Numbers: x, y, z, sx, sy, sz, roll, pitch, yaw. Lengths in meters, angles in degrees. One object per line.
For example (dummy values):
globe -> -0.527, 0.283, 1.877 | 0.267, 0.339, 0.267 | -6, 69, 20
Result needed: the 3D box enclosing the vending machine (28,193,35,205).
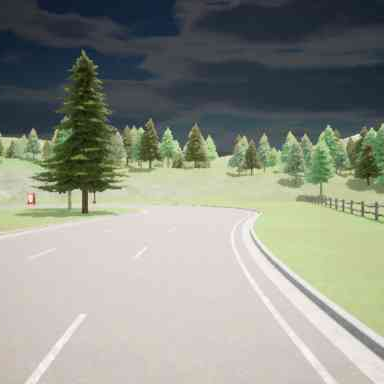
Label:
vending machine -> -27.045, 1.176, 55.943 | 0.880, 2.100, 1.100 | 0, 0, -35
